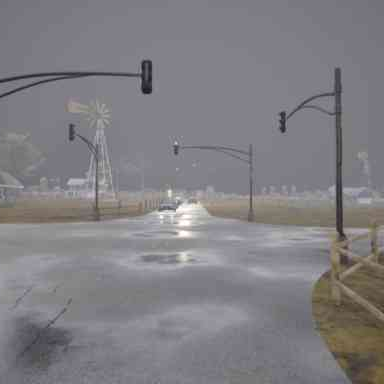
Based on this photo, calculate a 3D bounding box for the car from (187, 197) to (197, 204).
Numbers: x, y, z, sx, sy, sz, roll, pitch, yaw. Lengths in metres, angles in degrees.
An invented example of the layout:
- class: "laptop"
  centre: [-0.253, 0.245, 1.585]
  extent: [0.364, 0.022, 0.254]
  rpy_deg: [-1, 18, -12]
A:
- class: "car"
  centre: [0.069, 1.731, 67.358]
  extent: [1.837, 1.490, 4.892]
  rpy_deg: [0, 0, 0]

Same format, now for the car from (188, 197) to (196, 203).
- class: "car"
  centre: [-0.033, 1.830, 78.904]
  extent: [1.812, 1.442, 4.674]
  rpy_deg: [0, 0, 0]

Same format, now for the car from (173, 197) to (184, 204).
- class: "car"
  centre: [-2.784, 1.785, 69.047]
  extent: [2.033, 1.411, 5.357]
  rpy_deg: [0, 0, 0]

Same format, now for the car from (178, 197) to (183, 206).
- class: "car"
  centre: [-2.875, 1.612, 48.457]
  extent: [2.128, 1.511, 4.902]
  rpy_deg: [0, 0, 0]

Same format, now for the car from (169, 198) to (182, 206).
- class: "car"
  centre: [-2.860, 1.774, 58.438]
  extent: [1.895, 1.301, 4.718]
  rpy_deg: [0, 0, 0]

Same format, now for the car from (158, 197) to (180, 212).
- class: "car"
  centre: [-2.873, 1.646, 39.715]
  extent: [1.994, 1.385, 4.181]
  rpy_deg: [0, 0, 0]
